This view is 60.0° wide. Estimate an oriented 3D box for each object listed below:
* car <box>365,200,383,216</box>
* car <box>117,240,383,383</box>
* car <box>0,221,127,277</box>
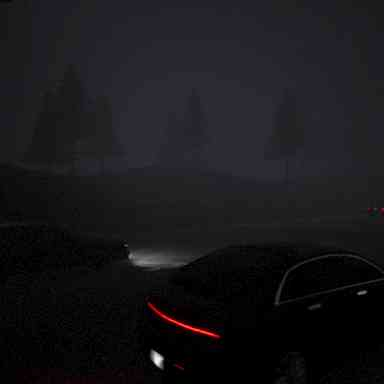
[{"bbox_3d":[17.140,1.396,28.791,5.357,1.411,2.033,0,0,-35],"label":"car"},{"bbox_3d":[1.602,1.483,4.883,4.892,1.490,1.837,0,0,-35],"label":"car"},{"bbox_3d":[-4.484,1.532,9.146,5.357,1.411,2.033,0,0,-35],"label":"car"}]
